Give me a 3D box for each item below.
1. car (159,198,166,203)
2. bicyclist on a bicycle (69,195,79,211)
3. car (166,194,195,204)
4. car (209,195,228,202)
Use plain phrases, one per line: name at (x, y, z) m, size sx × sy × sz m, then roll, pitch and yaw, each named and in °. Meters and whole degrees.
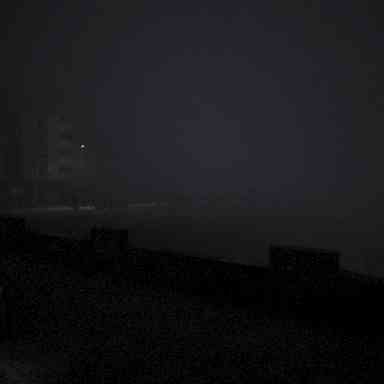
car at (-3.537, 1.306, 58.015) m, size 1.895 × 1.301 × 4.718 m, roll 1°, pitch 0°, yaw 36°
bicyclist on a bicycle at (-11.604, 1.118, 32.712) m, size 1.656 × 1.620 × 0.582 m, roll 0°, pitch 0°, yaw 36°
car at (-1.484, 1.094, 53.907) m, size 2.097 × 1.767 × 4.553 m, roll 1°, pitch 1°, yaw 36°
car at (5.007, 1.232, 62.914) m, size 2.128 × 1.511 × 4.902 m, roll 1°, pitch 0°, yaw 36°
